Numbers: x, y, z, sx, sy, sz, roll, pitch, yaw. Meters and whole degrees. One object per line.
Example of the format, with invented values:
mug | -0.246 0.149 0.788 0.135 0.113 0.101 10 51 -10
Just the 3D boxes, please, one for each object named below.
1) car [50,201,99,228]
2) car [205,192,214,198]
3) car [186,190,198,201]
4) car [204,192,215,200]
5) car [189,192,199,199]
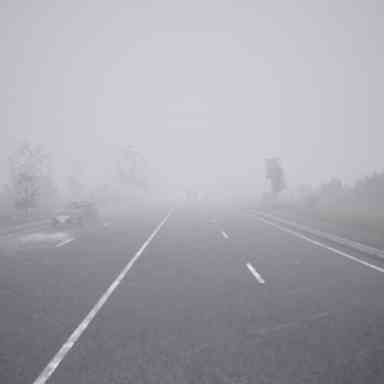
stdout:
car | -7.288 1.324 21.105 2.128 1.511 4.902 0 1 0
car | 3.956 0.755 76.053 1.895 1.301 4.718 0 1 3
car | -0.010 0.595 65.494 2.150 2.045 5.566 0 1 2
car | 3.501 0.704 65.768 2.097 1.767 4.553 0 1 2
car | 0.461 0.734 76.229 2.033 1.411 5.357 0 1 3
